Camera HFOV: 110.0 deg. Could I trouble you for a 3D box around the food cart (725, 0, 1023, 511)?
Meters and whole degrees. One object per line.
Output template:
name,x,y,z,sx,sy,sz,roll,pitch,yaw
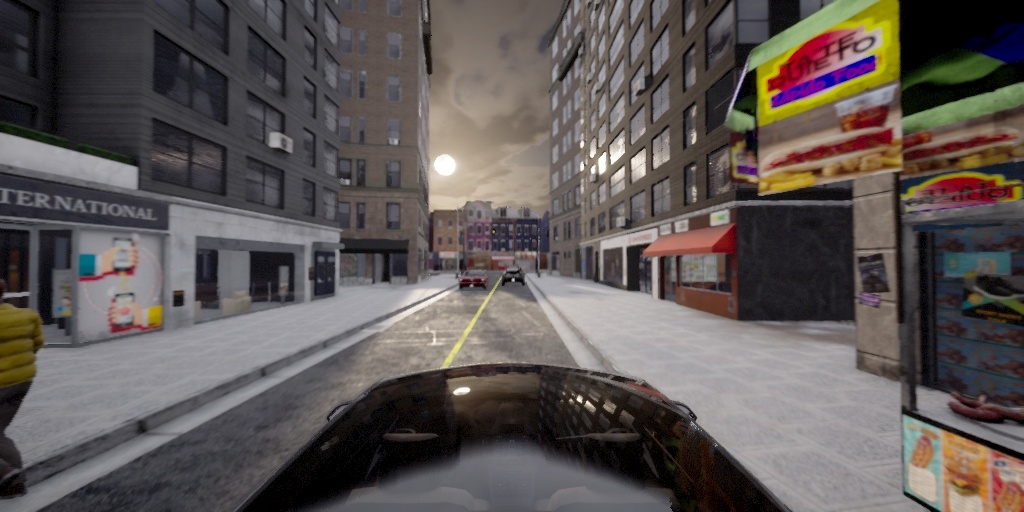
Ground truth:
food cart,2.884,0.207,1.052,2.280,3.560,4.660,0,0,0

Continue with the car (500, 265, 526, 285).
car,0.102,1.607,29.958,1.837,1.490,4.892,0,0,0

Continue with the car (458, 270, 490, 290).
car,-2.589,1.644,25.319,1.895,1.301,4.718,0,-1,0

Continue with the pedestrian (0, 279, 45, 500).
pedestrian,-4.077,0.982,2.822,0.375,1.860,0.375,0,-1,-10
